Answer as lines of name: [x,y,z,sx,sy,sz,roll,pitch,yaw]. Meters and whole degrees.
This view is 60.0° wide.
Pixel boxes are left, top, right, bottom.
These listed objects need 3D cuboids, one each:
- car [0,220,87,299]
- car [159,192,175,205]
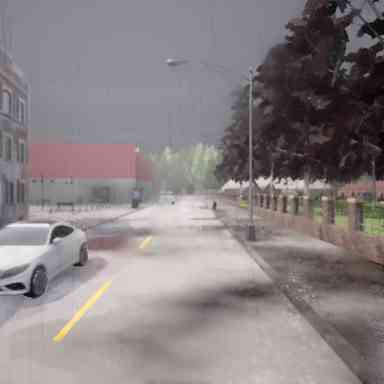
car: [-4.097,1.496,8.535,1.812,1.442,4.674,0,0,0]
car: [-4.006,1.038,53.551,2.150,2.045,5.566,0,0,1]
